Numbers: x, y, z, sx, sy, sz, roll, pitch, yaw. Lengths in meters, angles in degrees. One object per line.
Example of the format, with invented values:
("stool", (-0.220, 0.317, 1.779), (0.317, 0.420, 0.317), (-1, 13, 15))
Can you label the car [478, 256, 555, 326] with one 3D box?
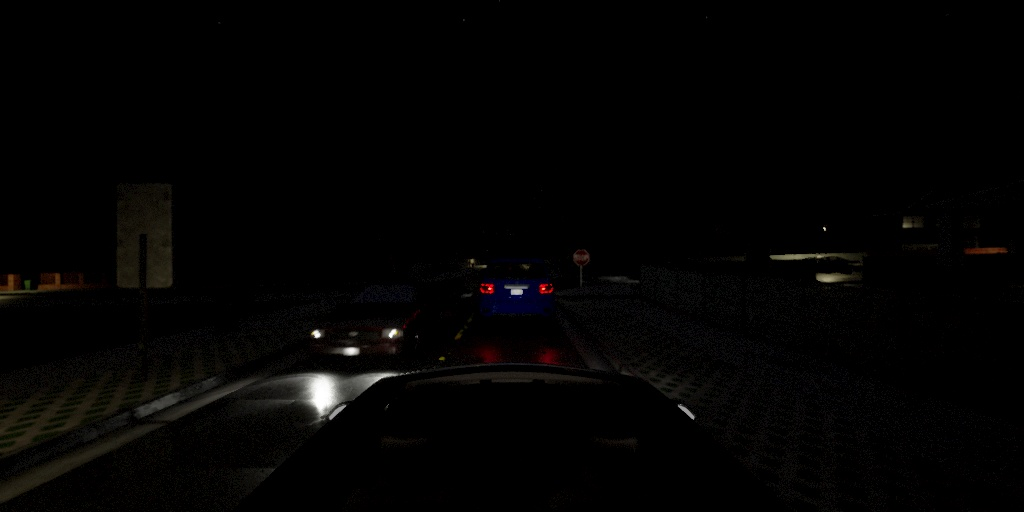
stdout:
("car", (0.132, 1.020, 11.997), (2.150, 2.045, 5.566), (0, 0, 0))

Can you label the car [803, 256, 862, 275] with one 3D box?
("car", (22.586, 0.720, 26.442), (5.357, 1.411, 2.033), (-2, 0, 0))

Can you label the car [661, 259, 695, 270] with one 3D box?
("car", (11.837, 0.993, 26.399), (4.674, 1.442, 1.812), (-2, 0, 0))

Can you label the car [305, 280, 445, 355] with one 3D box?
("car", (-2.924, 1.331, 9.072), (2.033, 1.411, 5.357), (0, 0, -1))
